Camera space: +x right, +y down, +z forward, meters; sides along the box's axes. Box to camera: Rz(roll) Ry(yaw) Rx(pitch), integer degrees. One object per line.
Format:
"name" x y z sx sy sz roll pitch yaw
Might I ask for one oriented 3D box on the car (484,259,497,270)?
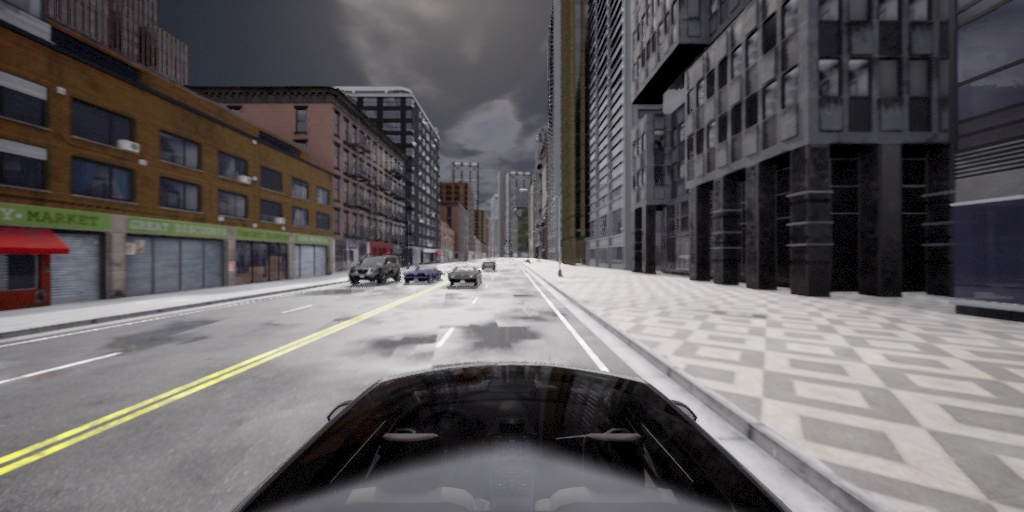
"car" -3.245 1.211 51.626 2.128 1.511 4.902 0 0 0

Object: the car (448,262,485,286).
"car" -3.193 1.346 25.343 1.895 1.301 4.718 0 0 0

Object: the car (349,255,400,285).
"car" -9.882 0.975 26.398 2.150 2.045 5.566 0 0 0

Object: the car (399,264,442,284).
"car" -6.631 1.350 26.948 1.895 1.301 4.718 0 0 0
